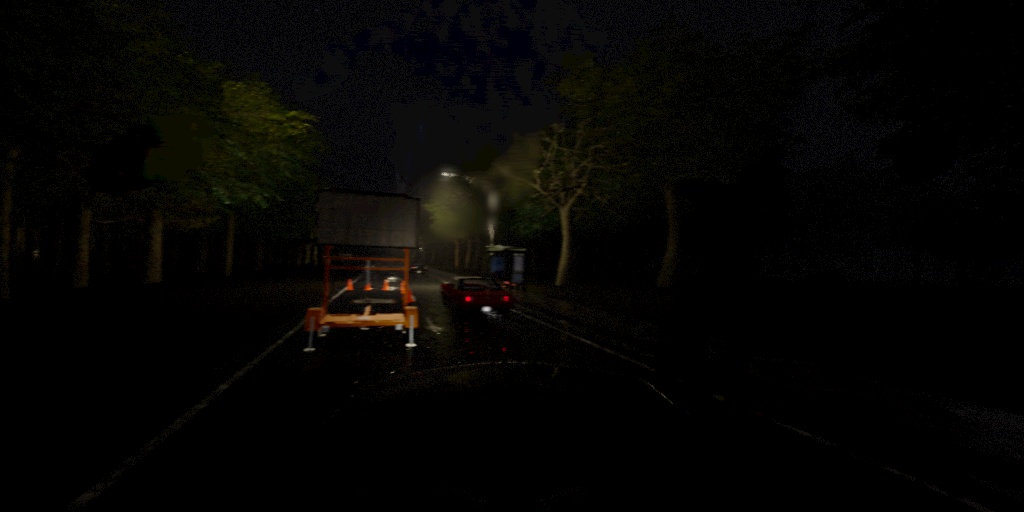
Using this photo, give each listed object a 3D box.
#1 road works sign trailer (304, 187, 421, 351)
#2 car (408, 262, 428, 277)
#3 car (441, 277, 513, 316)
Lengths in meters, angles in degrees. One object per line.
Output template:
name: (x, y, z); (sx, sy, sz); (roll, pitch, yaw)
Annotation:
road works sign trailer: (-3.656, 0.184, 8.975); (2.380, 3.560, 2.880); (0, 0, -19)
car: (-10.018, 1.383, 37.893); (2.128, 1.511, 4.902); (2, -1, -19)
car: (-1.573, 1.454, 13.953); (1.895, 1.301, 4.718); (2, -1, -19)
